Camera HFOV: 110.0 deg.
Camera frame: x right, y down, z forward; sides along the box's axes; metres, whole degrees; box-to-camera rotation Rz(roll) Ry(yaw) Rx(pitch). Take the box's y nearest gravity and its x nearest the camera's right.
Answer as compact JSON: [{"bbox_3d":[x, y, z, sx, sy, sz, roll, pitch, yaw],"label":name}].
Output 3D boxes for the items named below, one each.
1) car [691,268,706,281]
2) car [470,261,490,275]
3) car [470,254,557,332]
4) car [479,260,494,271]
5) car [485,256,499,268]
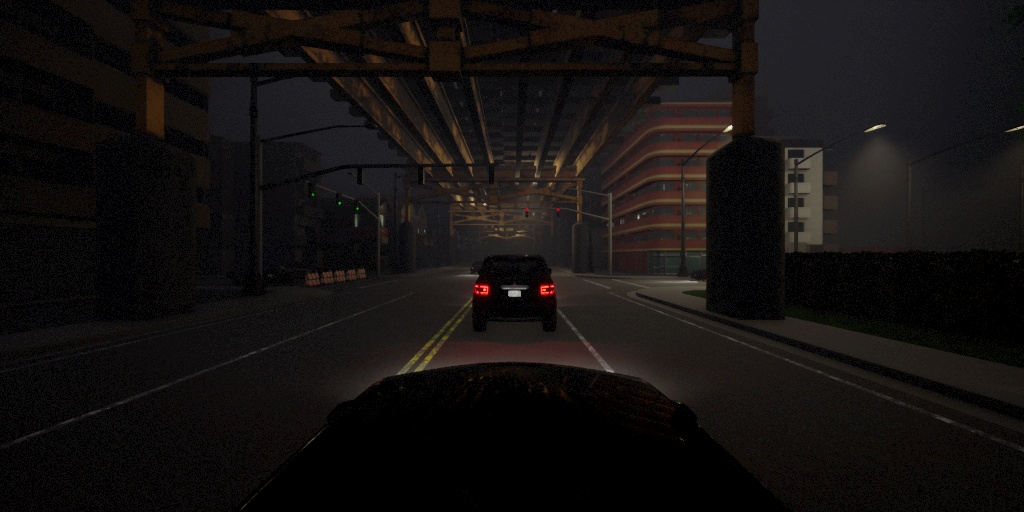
[{"bbox_3d":[16.342,1.314,28.075,4.181,1.385,1.994,0,0,0],"label":"car"},{"bbox_3d":[-3.569,1.276,40.690,1.812,1.442,4.674,0,0,0],"label":"car"},{"bbox_3d":[0.076,0.971,11.054,2.150,2.045,5.566,0,0,0],"label":"car"},{"bbox_3d":[-3.556,1.276,50.779,1.812,1.442,4.674,0,0,0],"label":"car"},{"bbox_3d":[-3.518,0.945,63.950,2.150,2.045,5.566,0,0,0],"label":"car"}]
